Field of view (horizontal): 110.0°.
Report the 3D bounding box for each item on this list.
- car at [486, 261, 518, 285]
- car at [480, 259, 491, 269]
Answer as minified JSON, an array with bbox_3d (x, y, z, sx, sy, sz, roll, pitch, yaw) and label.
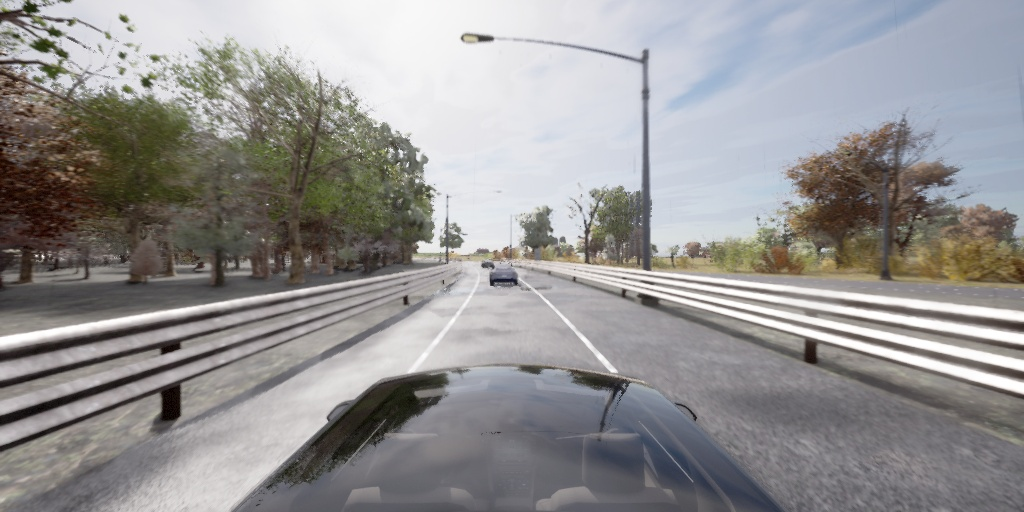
[{"bbox_3d":[-0.676,1.314,26.275,1.994,1.385,4.181,0,0,-4],"label":"car"},{"bbox_3d":[-3.948,1.243,56.691,1.812,1.442,4.674,0,0,-9],"label":"car"}]
